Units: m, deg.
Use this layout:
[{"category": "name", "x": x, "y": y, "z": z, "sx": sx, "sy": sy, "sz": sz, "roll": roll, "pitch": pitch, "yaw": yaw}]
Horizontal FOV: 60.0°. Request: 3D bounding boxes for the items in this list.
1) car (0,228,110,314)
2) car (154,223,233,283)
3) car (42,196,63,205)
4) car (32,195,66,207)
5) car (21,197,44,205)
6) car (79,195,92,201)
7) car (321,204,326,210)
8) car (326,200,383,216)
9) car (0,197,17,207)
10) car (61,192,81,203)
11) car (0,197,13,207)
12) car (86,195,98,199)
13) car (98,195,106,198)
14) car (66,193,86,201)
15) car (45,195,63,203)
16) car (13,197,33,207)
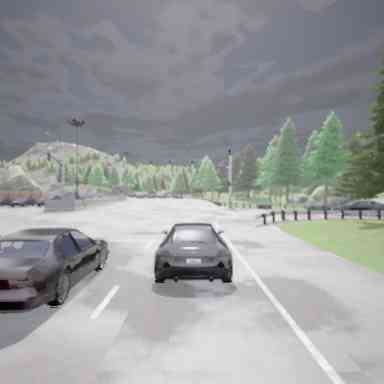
[{"category": "car", "x": -3.461, "y": 1.566, "z": 7.939, "sx": 2.033, "sy": 1.411, "sz": 5.357, "roll": 0, "pitch": 0, "yaw": 0}, {"category": "car", "x": 0.031, "y": 1.587, "z": 9.787, "sx": 1.994, "sy": 1.385, "sz": 4.181, "roll": 0, "pitch": 0, "yaw": 0}, {"category": "car", "x": -24.904, "y": 1.453, "z": 59.415, "sx": 1.812, "sy": 1.442, "sz": 4.674, "roll": 0, "pitch": 0, "yaw": 0}, {"category": "car", "x": -21.418, "y": 1.494, "z": 50.126, "sx": 2.033, "sy": 1.411, "sz": 5.357, "roll": 0, "pitch": 0, "yaw": 0}, {"category": "car", "x": -28.405, "y": 1.529, "z": 59.451, "sx": 1.895, "sy": 1.301, "sz": 4.718, "roll": 0, "pitch": 0, "yaw": 0}, {"category": "car", "x": -25.169, "y": 1.441, "z": 78.702, "sx": 1.994, "sy": 1.385, "sz": 4.181, "roll": 0, "pitch": 0, "yaw": -3}, {"category": "car", "x": 15.869, "y": 1.539, "z": 35.057, "sx": 4.181, "sy": 1.385, "sz": 1.994, "roll": 0, "pitch": 0, "yaw": 7}, {"category": "car", "x": 15.783, "y": 1.474, "z": 31.536, "sx": 4.902, "sy": 1.511, "sz": 2.128, "roll": 0, "pitch": 0, "yaw": 7}, {"category": "car", "x": -28.397, "y": 1.496, "z": 49.420, "sx": 2.033, "sy": 1.411, "sz": 5.357, "roll": 0, "pitch": 0, "yaw": 0}, {"category": "car", "x": -24.971, "y": 1.134, "z": 68.853, "sx": 2.150, "sy": 2.045, "sz": 5.566, "roll": 0, "pitch": 0, "yaw": 0}, {"category": "car", "x": -6.968, "y": 1.243, "z": 8.011, "sx": 2.150, "sy": 2.045, "sz": 5.566, "roll": 0, "pitch": 0, "yaw": 0}, {"category": "car", "x": -21.471, "y": 1.461, "z": 68.822, "sx": 1.994, "sy": 1.385, "sz": 4.181, "roll": 0, "pitch": 0, "yaw": 0}, {"category": "car", "x": -21.768, "y": 1.481, "z": 79.932, "sx": 1.895, "sy": 1.301, "sz": 4.718, "roll": 0, "pitch": 0, "yaw": -3}, {"category": "car", "x": -21.410, "y": 1.278, "z": 60.262, "sx": 2.097, "sy": 1.767, "sz": 4.553, "roll": 0, "pitch": 0, "yaw": 0}, {"category": "car", "x": -28.471, "y": 1.409, "z": 68.732, "sx": 1.837, "sy": 1.490, "sz": 4.892, "roll": 0, "pitch": 0, "yaw": 0}, {"category": "car", "x": -24.913, "y": 1.495, "z": 49.432, "sx": 2.033, "sy": 1.411, "sz": 5.357, "roll": 0, "pitch": 0, "yaw": 0}]
